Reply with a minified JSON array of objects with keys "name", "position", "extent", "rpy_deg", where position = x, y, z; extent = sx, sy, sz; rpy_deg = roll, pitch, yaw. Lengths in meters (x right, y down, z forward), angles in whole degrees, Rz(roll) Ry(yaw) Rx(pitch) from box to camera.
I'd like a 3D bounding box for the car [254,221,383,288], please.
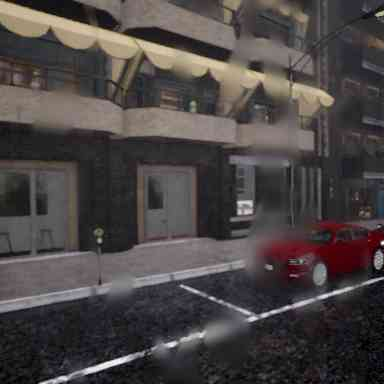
[{"name":"car","position":[3.644,1.527,9.164],"extent":[4.507,1.381,1.887],"rpy_deg":[0,-1,-35]}]
